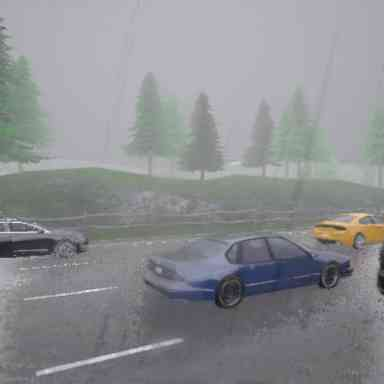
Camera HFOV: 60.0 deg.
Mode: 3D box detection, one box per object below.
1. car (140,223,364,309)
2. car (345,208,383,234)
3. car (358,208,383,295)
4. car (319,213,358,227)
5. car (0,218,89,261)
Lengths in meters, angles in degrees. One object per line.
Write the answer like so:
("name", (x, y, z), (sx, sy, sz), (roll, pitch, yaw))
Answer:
("car", (1.499, 1.681, 8.086), (5.357, 1.411, 2.033), (1, -1, -29))
("car", (12.883, 1.862, 22.474), (4.902, 1.511, 2.128), (1, -1, -29))
("car", (6.134, 1.336, 6.671), (5.566, 2.045, 2.150), (0, -1, -29))
("car", (7.963, 1.737, 15.710), (5.008, 1.535, 1.882), (0, -1, -29))
("car", (-6.230, 1.678, 11.780), (4.902, 1.511, 2.128), (0, -1, -29))
